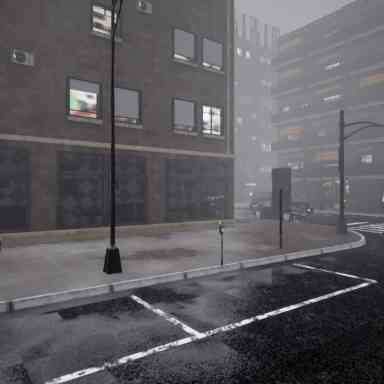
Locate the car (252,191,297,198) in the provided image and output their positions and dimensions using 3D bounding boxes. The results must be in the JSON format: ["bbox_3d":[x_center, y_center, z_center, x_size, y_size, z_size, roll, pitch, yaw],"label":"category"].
[{"bbox_3d":[7.208,0.988,27.338,2.150,2.045,5.566,0,1,-36],"label":"car"}]

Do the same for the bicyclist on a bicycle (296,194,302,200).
[{"bbox_3d":[11.563,1.011,36.210,1.656,1.620,0.582,0,1,-36],"label":"bicyclist on a bicycle"}]

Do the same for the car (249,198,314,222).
[{"bbox_3d":[6.298,1.342,24.197,2.008,1.369,4.403,1,0,-36],"label":"car"}]
